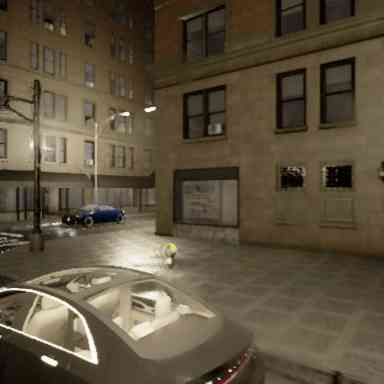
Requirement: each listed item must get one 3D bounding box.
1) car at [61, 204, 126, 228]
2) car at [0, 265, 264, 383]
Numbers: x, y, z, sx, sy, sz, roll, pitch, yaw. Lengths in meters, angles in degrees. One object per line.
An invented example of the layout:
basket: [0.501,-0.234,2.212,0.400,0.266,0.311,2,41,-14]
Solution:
car: [-6.411,1.490,21.972,1.994,1.385,4.181,0,0,35]
car: [-1.388,1.554,3.802,4.403,1.369,2.008,0,0,35]
